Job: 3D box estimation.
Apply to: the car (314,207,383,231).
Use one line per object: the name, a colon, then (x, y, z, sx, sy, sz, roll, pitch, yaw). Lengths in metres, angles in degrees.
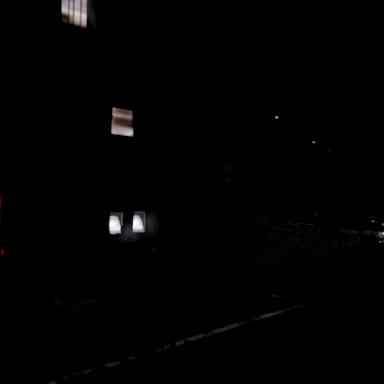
car: (9.648, 1.628, 20.411, 1.994, 1.385, 4.181, 1, 0, -34)

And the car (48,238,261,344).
car: (-0.475, 1.591, 6.367, 4.206, 1.307, 1.802, 0, 1, -35)
